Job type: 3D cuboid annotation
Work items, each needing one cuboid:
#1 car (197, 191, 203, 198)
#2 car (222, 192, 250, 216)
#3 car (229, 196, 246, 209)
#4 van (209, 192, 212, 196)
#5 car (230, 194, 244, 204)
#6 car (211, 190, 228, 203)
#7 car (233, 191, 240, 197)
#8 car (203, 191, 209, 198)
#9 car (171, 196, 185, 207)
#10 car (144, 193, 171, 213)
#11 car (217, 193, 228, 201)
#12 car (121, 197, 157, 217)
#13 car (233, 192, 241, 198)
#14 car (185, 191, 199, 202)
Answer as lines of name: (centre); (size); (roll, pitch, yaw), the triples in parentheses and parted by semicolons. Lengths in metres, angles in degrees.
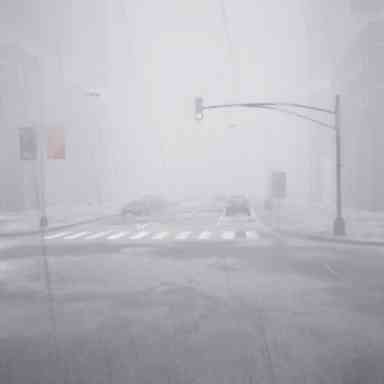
car: (0.309, 0.740, 66.134); (2.192, 1.841, 5.009); (-1, 0, 8)
car: (3.765, 1.088, 27.359); (1.967, 1.590, 4.097); (-1, 0, 8)
car: (5.195, 1.120, 38.115); (1.802, 1.307, 4.206); (-1, 0, 8)
van: (3.878, 0.512, 93.028); (1.690, 1.788, 3.998); (-1, 0, 8)
car: (6.621, 0.973, 48.870); (1.887, 1.381, 4.507); (-1, 0, 8)
car: (4.652, 0.932, 54.258); (1.837, 1.490, 4.892); (-1, 0, 8)
car: (12.353, 0.539, 92.059); (1.752, 1.417, 4.829); (-1, 0, 8)
car: (2.455, 0.816, 82.271); (1.887, 1.381, 4.507); (-1, 0, 8)
car: (-2.564, 1.165, 44.452); (1.752, 1.417, 4.829); (-1, 0, 8)
car: (-3.974, 1.064, 33.862); (2.192, 1.841, 5.009); (-1, 0, 8)
car: (5.882, 0.894, 64.269); (1.994, 1.385, 4.181); (-1, 0, 8)
car: (-4.682, 1.370, 28.486); (1.947, 1.339, 4.313); (-1, 0, 8)
car: (10.902, 0.660, 81.136); (1.887, 1.381, 4.507); (-1, 0, 8)
car: (-0.399, 1.059, 60.758); (1.802, 1.307, 4.206); (-1, 0, 8)
